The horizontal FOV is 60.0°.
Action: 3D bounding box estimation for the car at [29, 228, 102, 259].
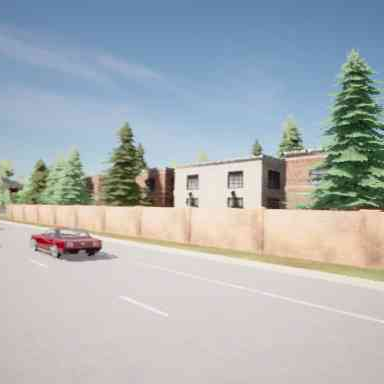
[{"bbox_3d":[-6.333,2.401,16.309,1.895,1.301,4.718,5,-5,-42],"label":"car"}]
